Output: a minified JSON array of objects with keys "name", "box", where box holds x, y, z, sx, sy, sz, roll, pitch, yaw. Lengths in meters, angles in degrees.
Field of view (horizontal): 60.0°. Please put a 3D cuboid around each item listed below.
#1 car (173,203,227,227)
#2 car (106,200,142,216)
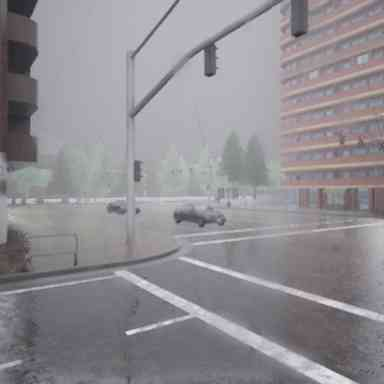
[{"name":"car","box":[0.396,1.520,22.794,1.812,1.442,4.674,0,0,-33]},{"name":"car","box":[-6.957,1.541,33.415,2.033,1.411,5.357,0,0,-35]}]
